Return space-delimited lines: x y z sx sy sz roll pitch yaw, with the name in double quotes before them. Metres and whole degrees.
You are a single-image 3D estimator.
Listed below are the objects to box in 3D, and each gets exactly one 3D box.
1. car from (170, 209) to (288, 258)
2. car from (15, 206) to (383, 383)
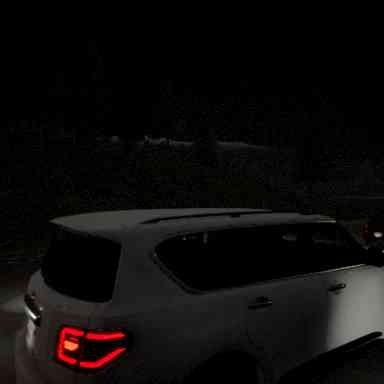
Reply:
"car" 1.608 1.505 13.372 4.674 1.442 1.812 0 0 -35
"car" 0.853 1.214 4.319 5.566 2.045 2.150 0 0 -35
